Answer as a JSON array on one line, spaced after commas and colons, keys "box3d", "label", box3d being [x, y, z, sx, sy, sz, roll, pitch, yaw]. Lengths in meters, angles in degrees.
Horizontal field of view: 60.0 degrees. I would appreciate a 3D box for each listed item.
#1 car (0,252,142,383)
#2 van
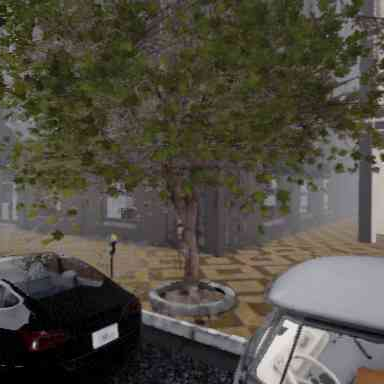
[{"box3d": [-2.606, 1.544, 4.730, 4.313, 1.339, 1.947, 0, 1, 36], "label": "car"}, {"box3d": [2.032, 1.346, 1.418, 3.998, 1.788, 1.690, 0, 1, 36], "label": "van"}]
